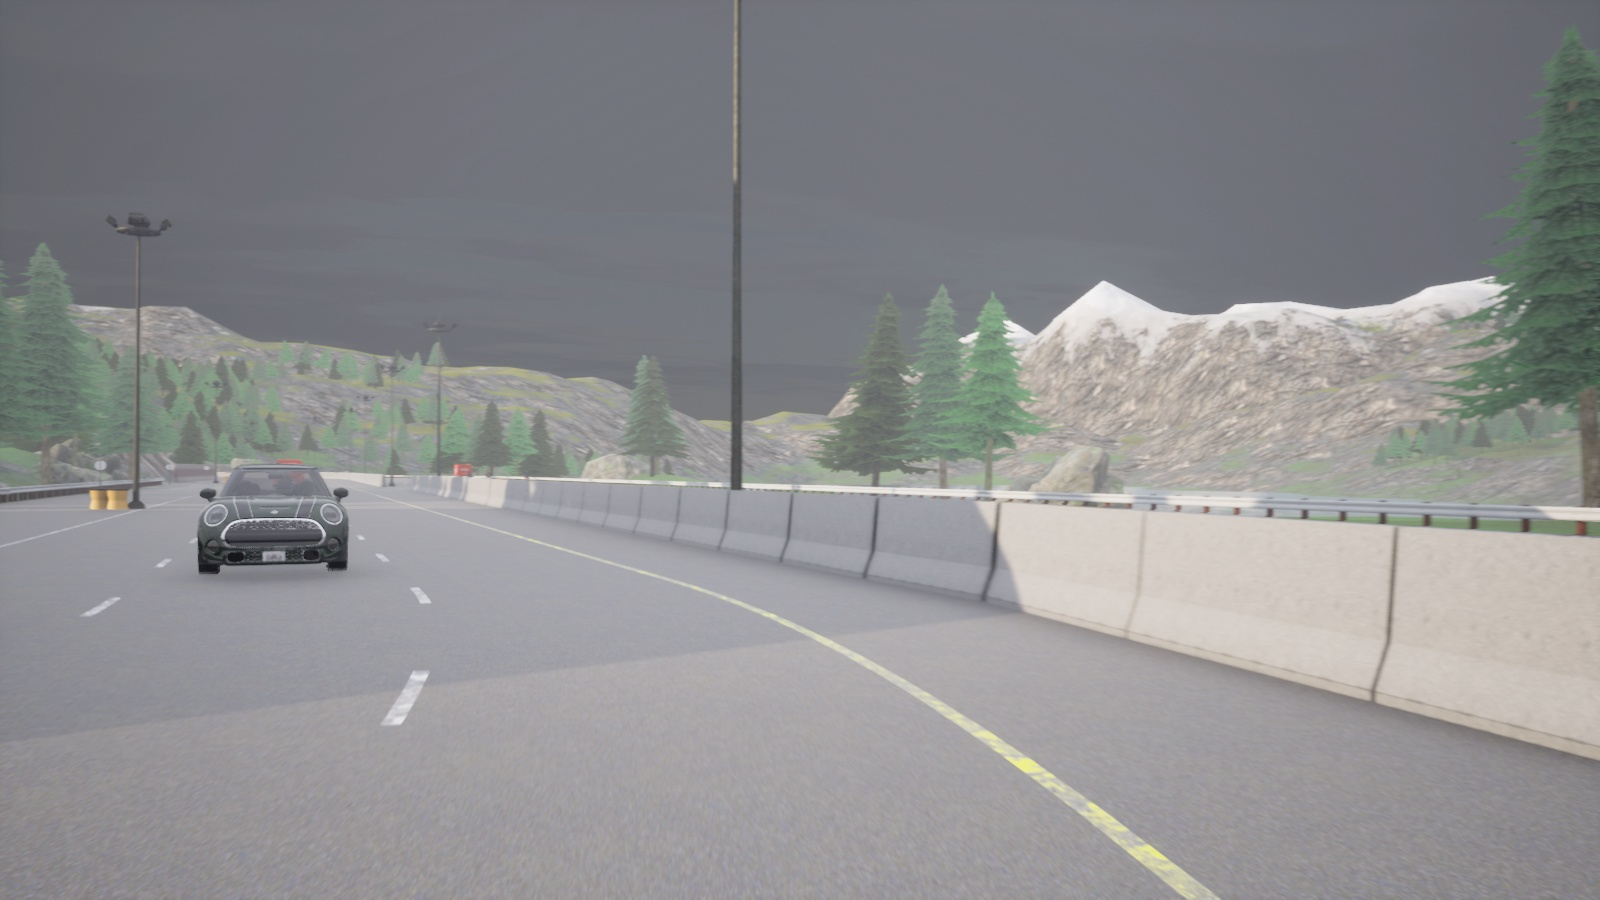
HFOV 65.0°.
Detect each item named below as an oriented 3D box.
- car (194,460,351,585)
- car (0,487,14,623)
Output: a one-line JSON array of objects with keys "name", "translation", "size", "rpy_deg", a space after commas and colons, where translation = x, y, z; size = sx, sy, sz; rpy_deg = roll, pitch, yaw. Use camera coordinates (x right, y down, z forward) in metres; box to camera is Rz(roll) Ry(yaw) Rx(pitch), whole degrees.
[{"name": "car", "translation": [-8.487, 1.070, 20.340], "size": [2.097, 1.767, 4.553], "rpy_deg": [0, -1, -22]}, {"name": "car", "translation": [-8.815, 1.089, 11.351], "size": [1.812, 1.442, 4.674], "rpy_deg": [0, -1, -18]}]
